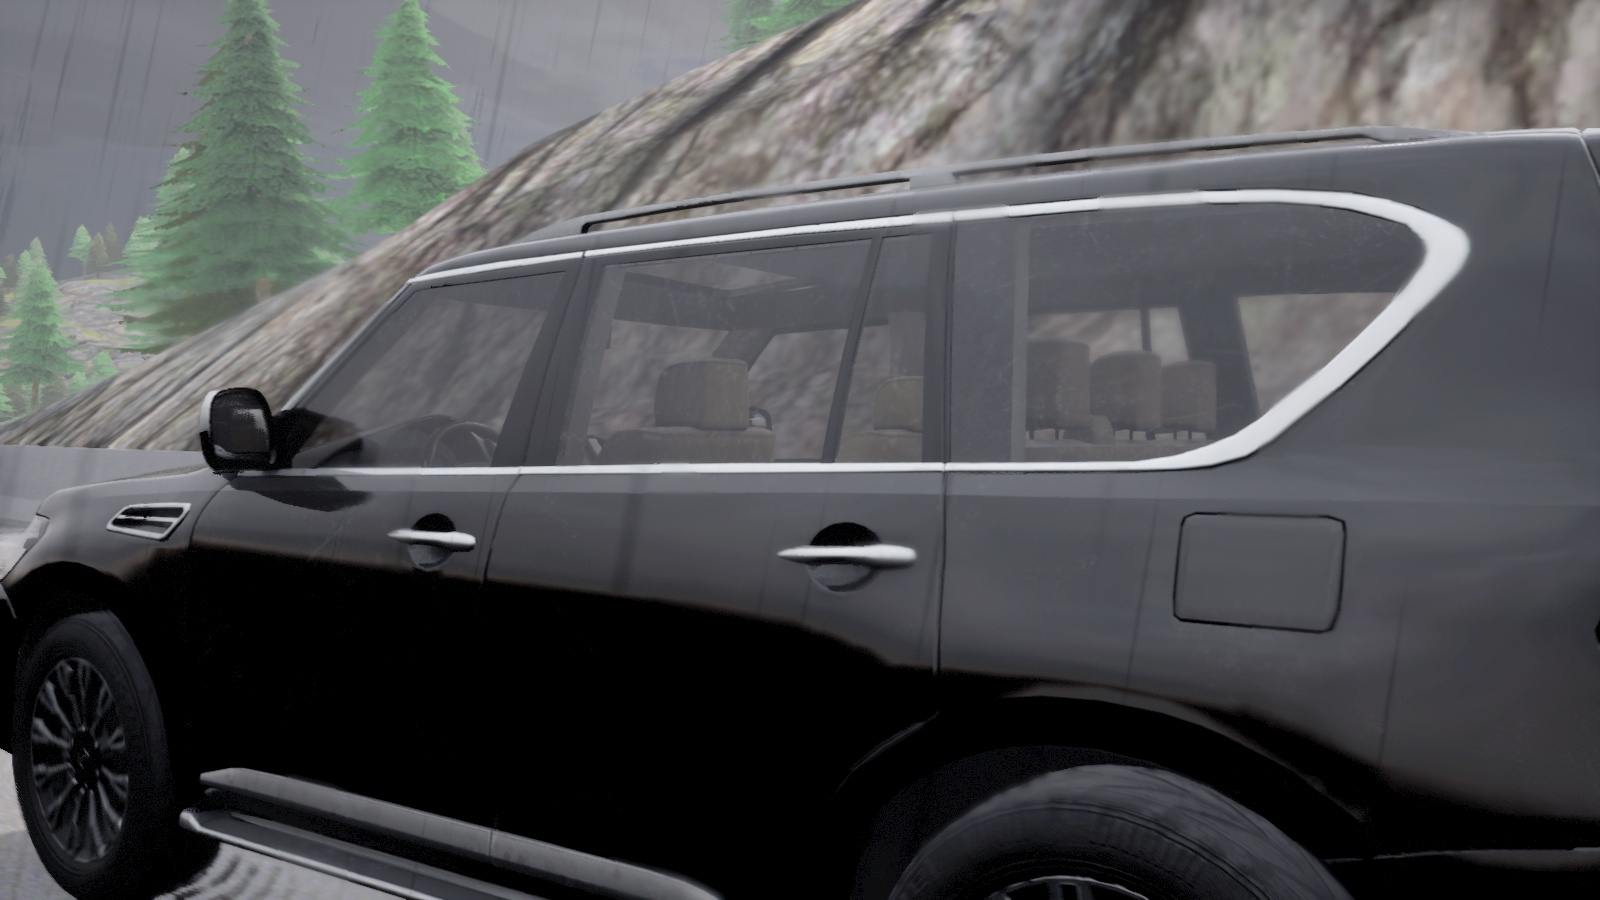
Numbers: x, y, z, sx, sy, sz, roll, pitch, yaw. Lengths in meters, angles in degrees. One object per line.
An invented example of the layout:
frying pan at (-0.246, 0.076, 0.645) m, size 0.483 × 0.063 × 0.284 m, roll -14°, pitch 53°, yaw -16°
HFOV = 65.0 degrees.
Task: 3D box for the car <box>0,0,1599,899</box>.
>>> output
car at (-0.155, 0.409, 3.730) m, size 5.566 × 2.045 × 2.150 m, roll 0°, pitch 1°, yaw 34°
